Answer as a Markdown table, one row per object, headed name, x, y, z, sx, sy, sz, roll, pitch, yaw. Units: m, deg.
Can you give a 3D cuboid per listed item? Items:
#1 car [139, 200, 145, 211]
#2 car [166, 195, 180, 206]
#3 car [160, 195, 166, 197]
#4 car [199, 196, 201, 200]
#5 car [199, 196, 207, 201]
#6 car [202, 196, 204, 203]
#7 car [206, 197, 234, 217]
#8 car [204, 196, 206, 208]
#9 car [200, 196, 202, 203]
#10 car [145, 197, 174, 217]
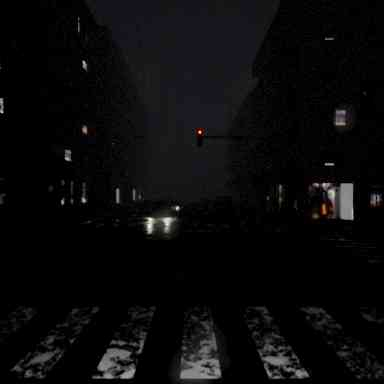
| name | x | y | z | sx | sy | sz | roll | pitch | yaw |
| --- | --- | --- | --- | --- | --- | --- | --- | --- | --- |
| car | -5.593 | 1.614 | 42.193 | 1.947 | 1.339 | 4.313 | 0 | 0 | 0 |
| car | -2.953 | 1.633 | 54.347 | 1.994 | 1.385 | 4.181 | 0 | 0 | 0 |
| car | -5.569 | 1.593 | 53.120 | 1.752 | 1.417 | 4.829 | 0 | 0 | 0 |
| car | 2.850 | 1.644 | 69.915 | 1.887 | 1.381 | 4.507 | 0 | 0 | 0 |
| car | 2.888 | 1.695 | 86.558 | 1.887 | 1.381 | 4.507 | 0 | 0 | 0 |
| car | 2.800 | 1.603 | 47.722 | 1.887 | 1.381 | 4.507 | 0 | 0 | 0 |
| car | 2.762 | 1.343 | 31.076 | 2.192 | 1.841 | 5.009 | 0 | 0 | 0 |
| car | 2.788 | 1.574 | 42.343 | 1.752 | 1.417 | 4.829 | 0 | 0 | 0 |
| car | 2.812 | 1.618 | 53.271 | 2.008 | 1.369 | 4.403 | 0 | 0 | 0 |
| car | -3.026 | 1.507 | 32.007 | 1.882 | 1.535 | 5.008 | 0 | 0 | 0 |
